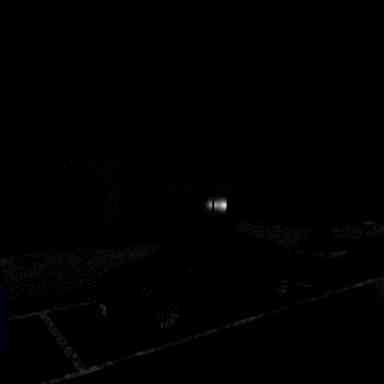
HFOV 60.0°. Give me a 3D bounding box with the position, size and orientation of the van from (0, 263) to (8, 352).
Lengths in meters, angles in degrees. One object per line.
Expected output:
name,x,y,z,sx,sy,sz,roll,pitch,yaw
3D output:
van,-4.186,1.348,3.558,3.998,1.788,1.690,0,0,-35

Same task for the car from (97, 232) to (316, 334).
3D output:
car,0.302,1.545,6.741,4.313,1.339,1.947,0,0,-35

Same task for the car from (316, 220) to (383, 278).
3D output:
car,4.790,1.534,9.925,4.206,1.307,1.802,0,0,-35
